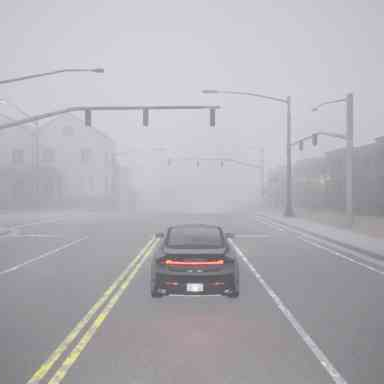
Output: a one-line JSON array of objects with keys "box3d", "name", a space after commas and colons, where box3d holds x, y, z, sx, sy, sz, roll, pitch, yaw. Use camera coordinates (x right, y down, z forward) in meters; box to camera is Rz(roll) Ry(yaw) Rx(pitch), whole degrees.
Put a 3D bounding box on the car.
[{"box3d": [0.077, 1.505, 8.528, 1.837, 1.490, 4.892, 0, 0, 1], "name": "car"}]
